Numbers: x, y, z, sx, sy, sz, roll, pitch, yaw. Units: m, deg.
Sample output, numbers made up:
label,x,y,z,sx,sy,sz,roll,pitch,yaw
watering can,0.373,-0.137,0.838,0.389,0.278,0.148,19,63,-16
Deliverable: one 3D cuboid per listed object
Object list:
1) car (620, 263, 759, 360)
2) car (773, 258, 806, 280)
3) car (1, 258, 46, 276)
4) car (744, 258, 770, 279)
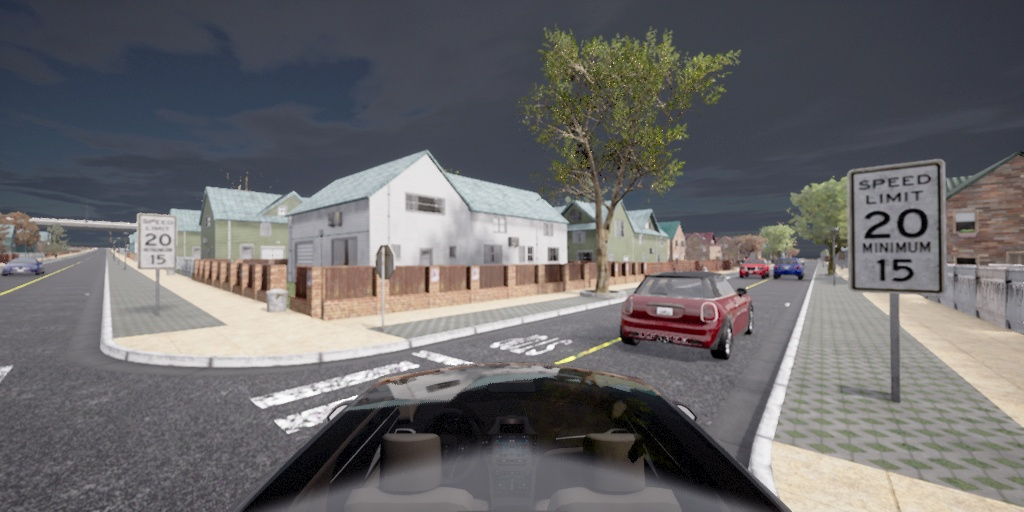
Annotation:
label,x,y,z,sx,sy,sz,roll,pitch,yaw
car,4.456,1.146,8.829,2.097,1.767,4.553,-1,-1,41
car,27.114,1.219,35.122,2.150,2.045,5.566,-1,-1,41
car,-41.855,0.916,30.809,4.674,1.442,1.812,1,0,42
car,25.291,1.246,37.333,2.150,2.045,5.566,-1,-1,41
